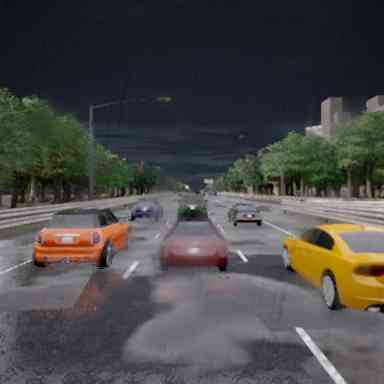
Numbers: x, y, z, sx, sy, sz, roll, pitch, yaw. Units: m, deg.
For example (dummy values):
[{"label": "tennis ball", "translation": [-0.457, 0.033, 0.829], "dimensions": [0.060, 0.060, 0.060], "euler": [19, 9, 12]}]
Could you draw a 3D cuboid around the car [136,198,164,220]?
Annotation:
[{"label": "car", "translation": [-3.441, 1.283, 26.376], "dimensions": [2.097, 1.767, 4.553], "euler": [0, 0, 0]}]

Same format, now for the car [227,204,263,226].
[{"label": "car", "translation": [3.534, 1.497, 22.908], "dimensions": [2.033, 1.411, 5.357], "euler": [0, 0, 0]}]

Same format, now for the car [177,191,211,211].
[{"label": "car", "translation": [0.056, 1.161, 25.613], "dimensions": [2.150, 2.045, 5.566], "euler": [0, 1, 0]}]

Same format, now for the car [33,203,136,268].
[{"label": "car", "translation": [-3.436, 1.333, 11.326], "dimensions": [2.097, 1.767, 4.553], "euler": [0, 0, 0]}]

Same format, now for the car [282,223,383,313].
[{"label": "car", "translation": [3.539, 1.465, 7.748], "dimensions": [1.882, 1.535, 5.008], "euler": [0, 0, 1]}]

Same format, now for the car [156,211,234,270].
[{"label": "car", "translation": [0.062, 1.544, 10.921], "dimensions": [1.994, 1.385, 4.181], "euler": [0, 0, 0]}]
